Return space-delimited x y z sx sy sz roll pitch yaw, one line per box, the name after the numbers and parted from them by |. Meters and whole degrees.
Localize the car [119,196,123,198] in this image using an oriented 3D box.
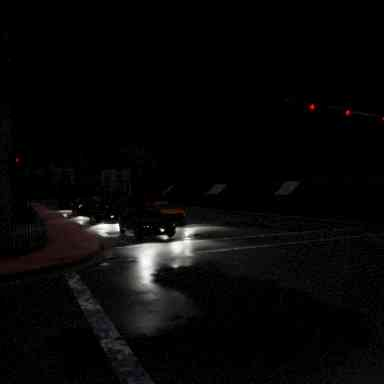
-13.424 1.465 61.504 1.812 1.442 4.674 0 0 -27 | car

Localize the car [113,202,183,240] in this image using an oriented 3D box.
-2.489 1.516 17.532 1.837 1.490 4.892 0 0 -27 | car

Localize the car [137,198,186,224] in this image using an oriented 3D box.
-2.173 1.469 24.513 1.882 1.535 5.008 0 0 -27 | car

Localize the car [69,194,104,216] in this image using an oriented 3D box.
-10.508 1.356 32.945 2.097 1.767 4.553 0 0 -27 | car

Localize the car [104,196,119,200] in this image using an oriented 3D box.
-11.147 1.475 41.783 2.128 1.511 4.902 0 0 -27 | car

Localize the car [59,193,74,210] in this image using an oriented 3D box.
-16.133 1.221 43.791 2.150 2.045 5.566 0 0 -27 | car

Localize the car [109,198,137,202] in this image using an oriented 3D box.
-6.479 1.588 32.789 1.895 1.301 4.718 0 0 -27 | car

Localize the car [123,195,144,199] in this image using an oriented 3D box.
-8.820 1.296 52.655 2.097 1.767 4.553 0 0 -27 | car

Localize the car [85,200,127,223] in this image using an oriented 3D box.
-6.600 1.572 25.433 1.994 1.385 4.181 0 0 -28 | car
